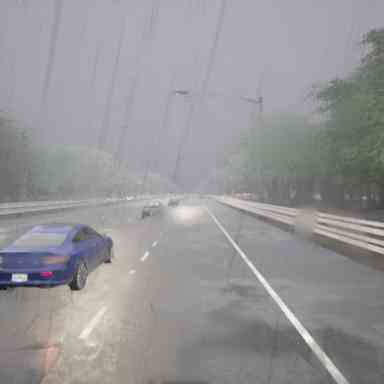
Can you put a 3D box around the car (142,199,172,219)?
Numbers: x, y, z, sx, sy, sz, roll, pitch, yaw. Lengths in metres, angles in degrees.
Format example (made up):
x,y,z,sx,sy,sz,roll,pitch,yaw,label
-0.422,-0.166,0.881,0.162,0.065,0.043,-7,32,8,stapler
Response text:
x,y,z,sx,sy,sz,roll,pitch,yaw,label
-3.287,1.577,29.652,2.128,1.511,4.902,0,0,0,car

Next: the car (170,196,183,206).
x,y,z,sx,sy,sz,roll,pitch,yaw,label
-3.072,1.698,56.808,2.033,1.411,5.357,0,0,0,car

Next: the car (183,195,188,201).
x,y,z,sx,sy,sz,roll,pitch,yaw,label
-2.791,1.832,93.325,1.895,1.301,4.718,0,0,0,car

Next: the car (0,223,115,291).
x,y,z,sx,sy,sz,roll,pitch,yaw,label
-3.438,1.560,8.977,1.812,1.442,4.674,0,0,0,car
